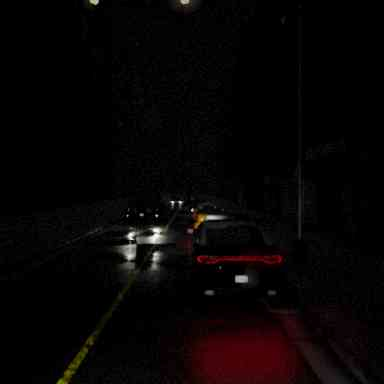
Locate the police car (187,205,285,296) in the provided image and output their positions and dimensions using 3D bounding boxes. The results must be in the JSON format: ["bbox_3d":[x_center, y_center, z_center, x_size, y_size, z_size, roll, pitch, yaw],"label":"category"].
[{"bbox_3d":[0.903,1.350,8.614,1.930,1.638,5.238,0,0,0],"label":"police car"}]

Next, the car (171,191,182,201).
[{"bbox_3d":[-3.006,1.037,65.235,1.812,1.442,4.674,0,0,1],"label":"car"}]

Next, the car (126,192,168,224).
[{"bbox_3d":[-3.093,1.026,23.201,2.150,2.045,5.566,0,0,0],"label":"car"}]

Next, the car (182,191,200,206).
[{"bbox_3d":[0.031,0.986,46.593,2.097,1.767,4.553,0,0,0],"label":"car"}]

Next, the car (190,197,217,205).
[{"bbox_3d":[0.906,1.296,18.696,1.801,1.575,5.366,0,0,0],"label":"car"}]

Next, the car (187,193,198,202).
[{"bbox_3d":[0.020,1.020,60.338,1.882,1.535,5.008,0,0,0],"label":"car"}]
